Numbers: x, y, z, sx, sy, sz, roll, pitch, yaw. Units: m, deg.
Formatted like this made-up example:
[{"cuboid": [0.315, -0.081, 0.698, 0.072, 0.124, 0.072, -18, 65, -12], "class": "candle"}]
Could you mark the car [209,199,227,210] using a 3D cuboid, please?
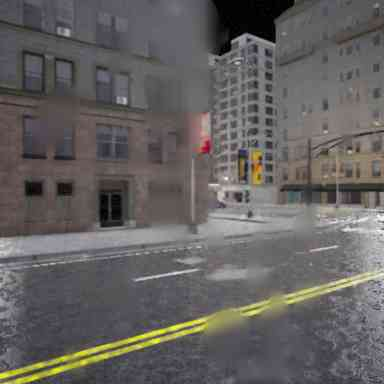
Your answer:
[{"cuboid": [2.848, 1.673, 44.973, 1.994, 1.385, 4.181, -1, 0, -36], "class": "car"}]
